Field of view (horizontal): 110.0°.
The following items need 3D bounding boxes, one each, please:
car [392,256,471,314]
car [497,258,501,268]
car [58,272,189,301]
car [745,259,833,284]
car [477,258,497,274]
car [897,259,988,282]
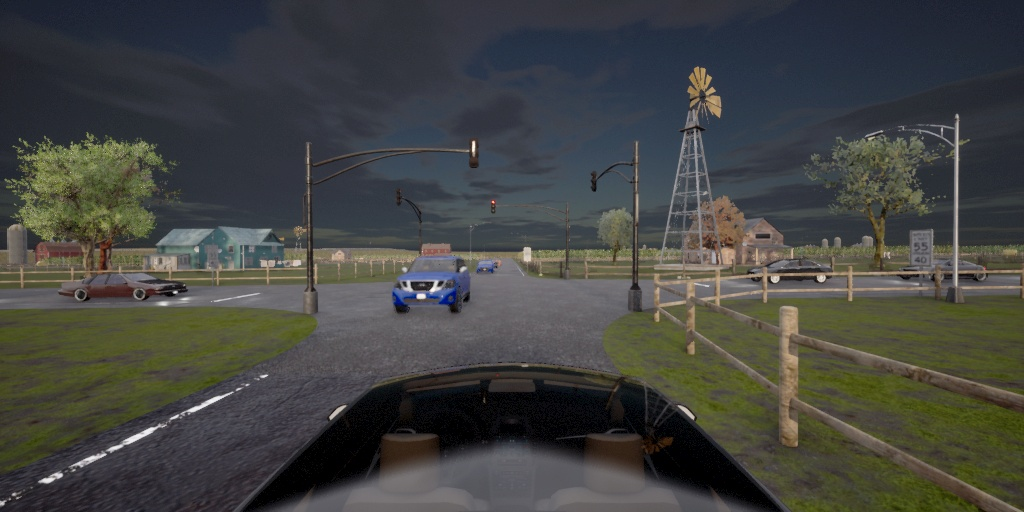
[{"bbox_3d":[-2.903,0.998,14.164,2.150,2.045,5.566,0,-2,0],"label":"car"},{"bbox_3d":[-3.144,1.292,56.150,2.033,1.411,5.357,0,0,0],"label":"car"},{"bbox_3d":[-20.636,1.587,19.124,5.357,1.411,2.033,-1,1,0],"label":"car"},{"bbox_3d":[17.686,0.957,23.003,4.892,1.490,1.837,-1,1,0],"label":"car"},{"bbox_3d":[-3.047,1.222,42.003,1.882,1.535,5.008,0,0,-1],"label":"car"},{"bbox_3d":[27.545,0.886,23.045,4.181,1.385,1.994,-1,1,0],"label":"car"}]
